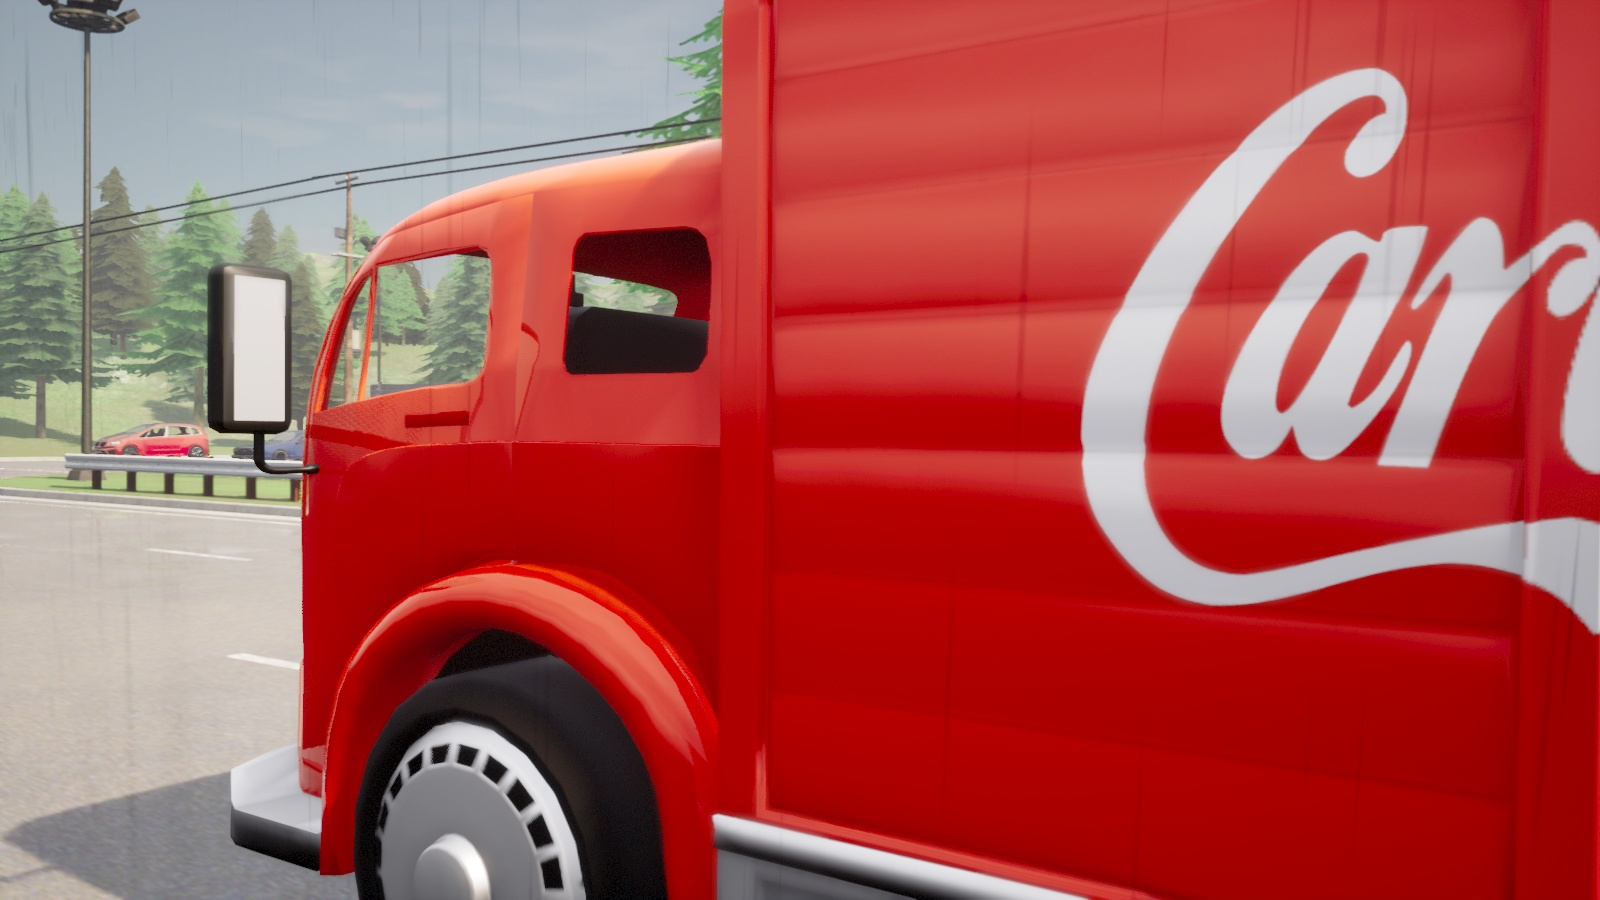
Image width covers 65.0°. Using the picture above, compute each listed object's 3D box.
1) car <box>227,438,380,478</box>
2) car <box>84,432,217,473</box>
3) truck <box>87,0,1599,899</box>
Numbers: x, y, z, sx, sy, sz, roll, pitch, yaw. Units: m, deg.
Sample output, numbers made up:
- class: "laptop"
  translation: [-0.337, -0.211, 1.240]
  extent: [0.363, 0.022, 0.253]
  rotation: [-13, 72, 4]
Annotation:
- class: "car"
  translation: [-19.354, 0.282, 49.223]
  extent: [2.033, 1.411, 5.357]
  rotation: [0, 1, 34]
- class: "car"
  translation: [-28.266, 0.084, 54.789]
  extent: [2.242, 1.667, 4.611]
  rotation: [0, 1, 34]
- class: "truck"
  translation: [1.070, 0.195, 2.903]
  extent: [5.204, 2.467, 2.627]
  rotation: [0, 1, 34]
